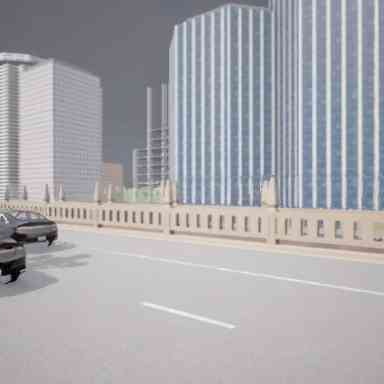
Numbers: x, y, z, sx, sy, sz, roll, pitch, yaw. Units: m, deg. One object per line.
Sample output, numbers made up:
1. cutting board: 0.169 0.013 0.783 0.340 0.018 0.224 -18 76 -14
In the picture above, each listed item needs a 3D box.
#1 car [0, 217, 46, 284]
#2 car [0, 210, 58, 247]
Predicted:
1. car: -6.086 1.493 8.336 4.902 1.511 2.128 0 0 36
2. car: -7.493 1.497 13.641 4.902 1.511 2.128 0 0 36
